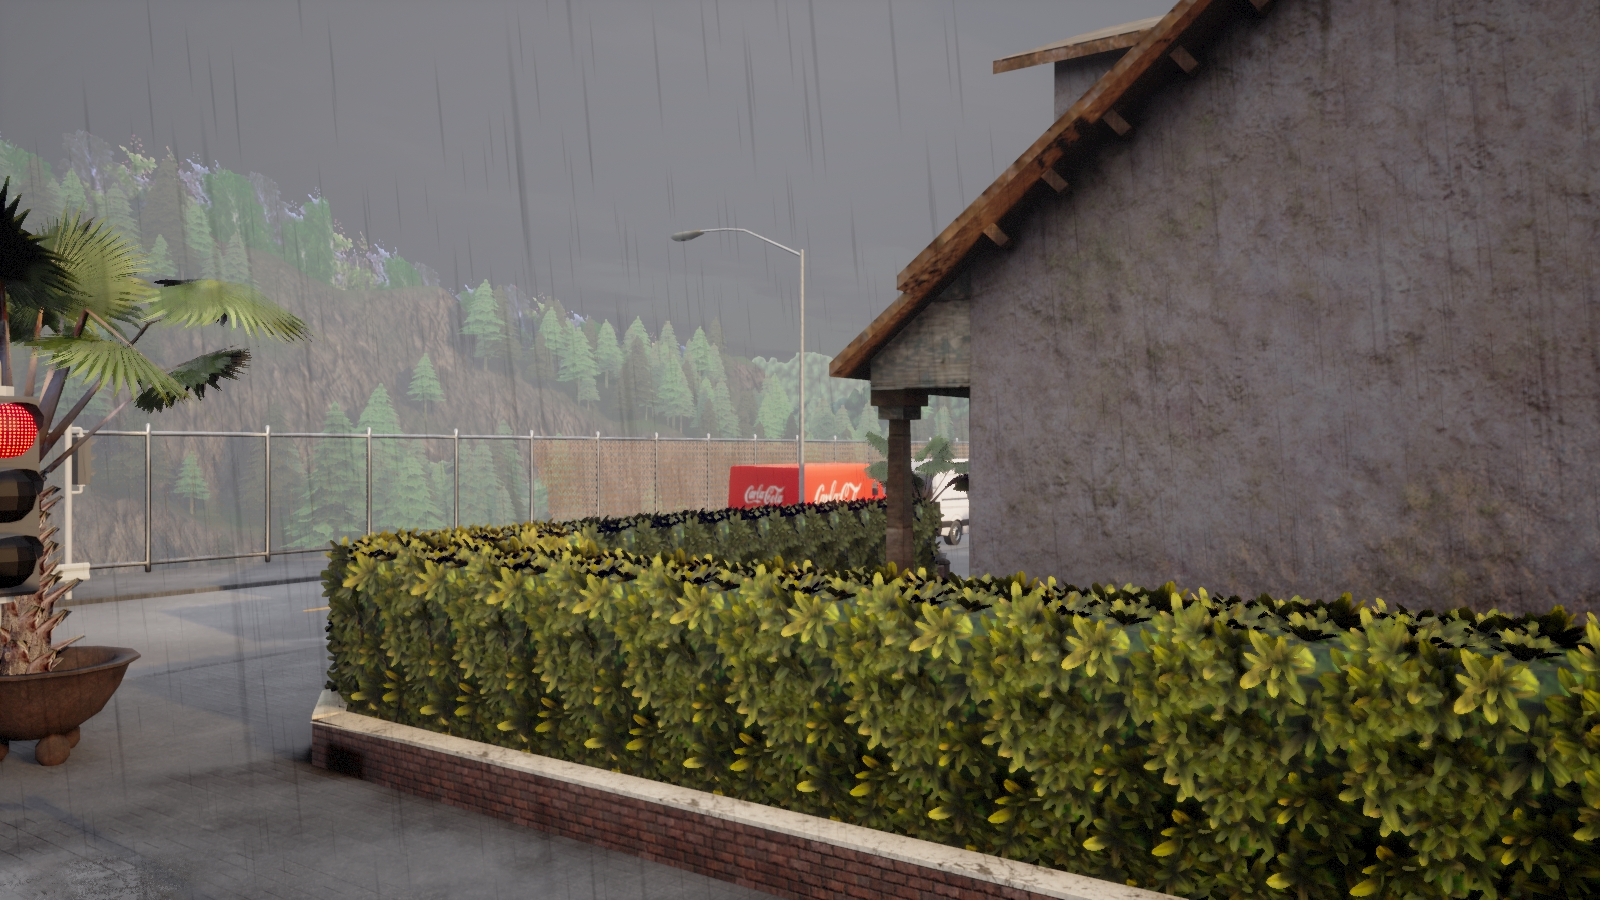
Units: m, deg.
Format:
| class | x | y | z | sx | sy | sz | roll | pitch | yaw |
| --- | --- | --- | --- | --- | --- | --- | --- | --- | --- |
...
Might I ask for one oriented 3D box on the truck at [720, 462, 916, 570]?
| class | x | y | z | sx | sy | sz | roll | pitch | yaw |
| --- | --- | --- | --- | --- | --- | --- | --- | --- | --- |
| truck | 0.584 | 1.568 | 29.600 | 2.627 | 2.467 | 5.204 | 0 | 0 | 35 |
